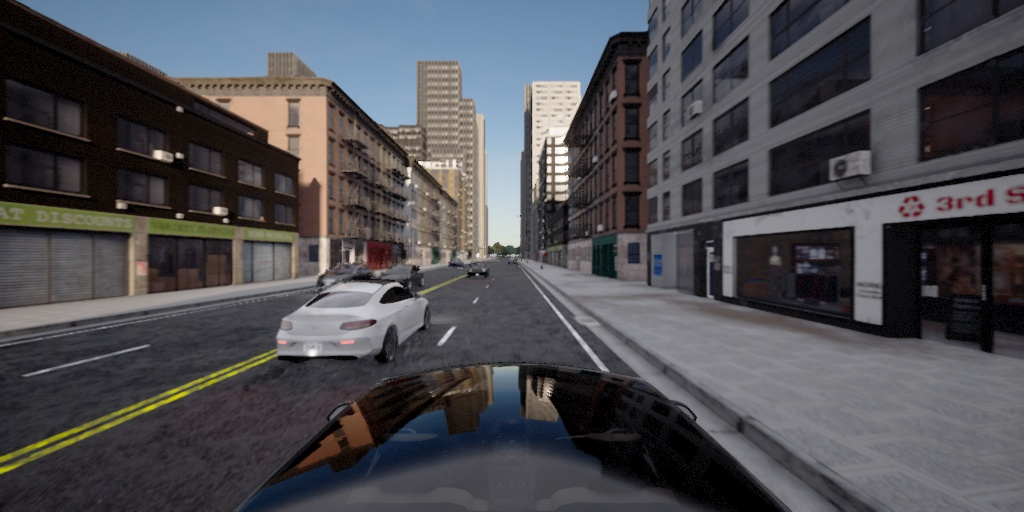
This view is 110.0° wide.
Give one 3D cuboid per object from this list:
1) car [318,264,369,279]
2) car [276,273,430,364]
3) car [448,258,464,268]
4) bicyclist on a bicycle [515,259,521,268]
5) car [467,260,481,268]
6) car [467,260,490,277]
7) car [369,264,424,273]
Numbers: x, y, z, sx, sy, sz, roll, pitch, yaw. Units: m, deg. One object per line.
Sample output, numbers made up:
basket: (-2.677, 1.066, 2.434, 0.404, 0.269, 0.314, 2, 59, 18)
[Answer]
car: (-9.850, 1.252, 21.681, 2.128, 1.511, 4.902, 0, 0, 0)
car: (-3.150, 1.277, 7.977, 1.812, 1.442, 4.674, 0, 0, 0)
car: (-9.782, 1.147, 62.764, 2.097, 1.767, 4.553, 0, 0, 1)
bicyclist on a bicycle: (0.886, 1.222, 54.709, 0.866, 1.612, 1.509, 0, 0, 0)
car: (-6.533, 1.395, 62.697, 1.895, 1.301, 4.718, 0, 0, 1)
car: (-3.154, 1.370, 34.892, 1.895, 1.301, 4.718, 0, 0, 0)
car: (-6.600, 1.265, 21.637, 1.837, 1.490, 4.892, 0, 0, 0)
